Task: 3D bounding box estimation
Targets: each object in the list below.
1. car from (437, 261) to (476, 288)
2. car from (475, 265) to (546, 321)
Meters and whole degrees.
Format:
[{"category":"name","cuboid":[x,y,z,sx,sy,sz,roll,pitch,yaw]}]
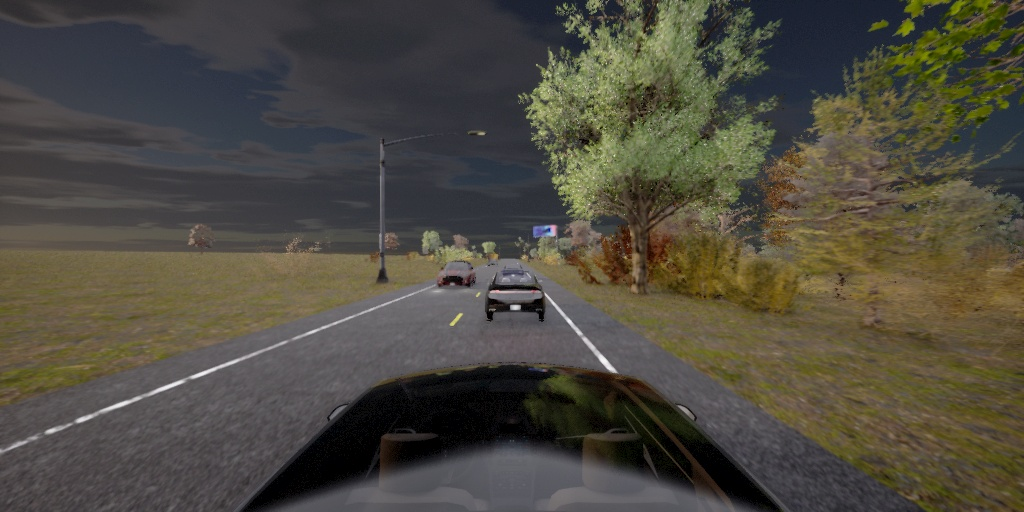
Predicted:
[{"category":"car","cuboid":[-3.599,1.108,23.907,2.097,1.767,4.553,0,0,0]},{"category":"car","cuboid":[0.100,1.244,12.569,2.128,1.511,4.902,0,0,0]}]
